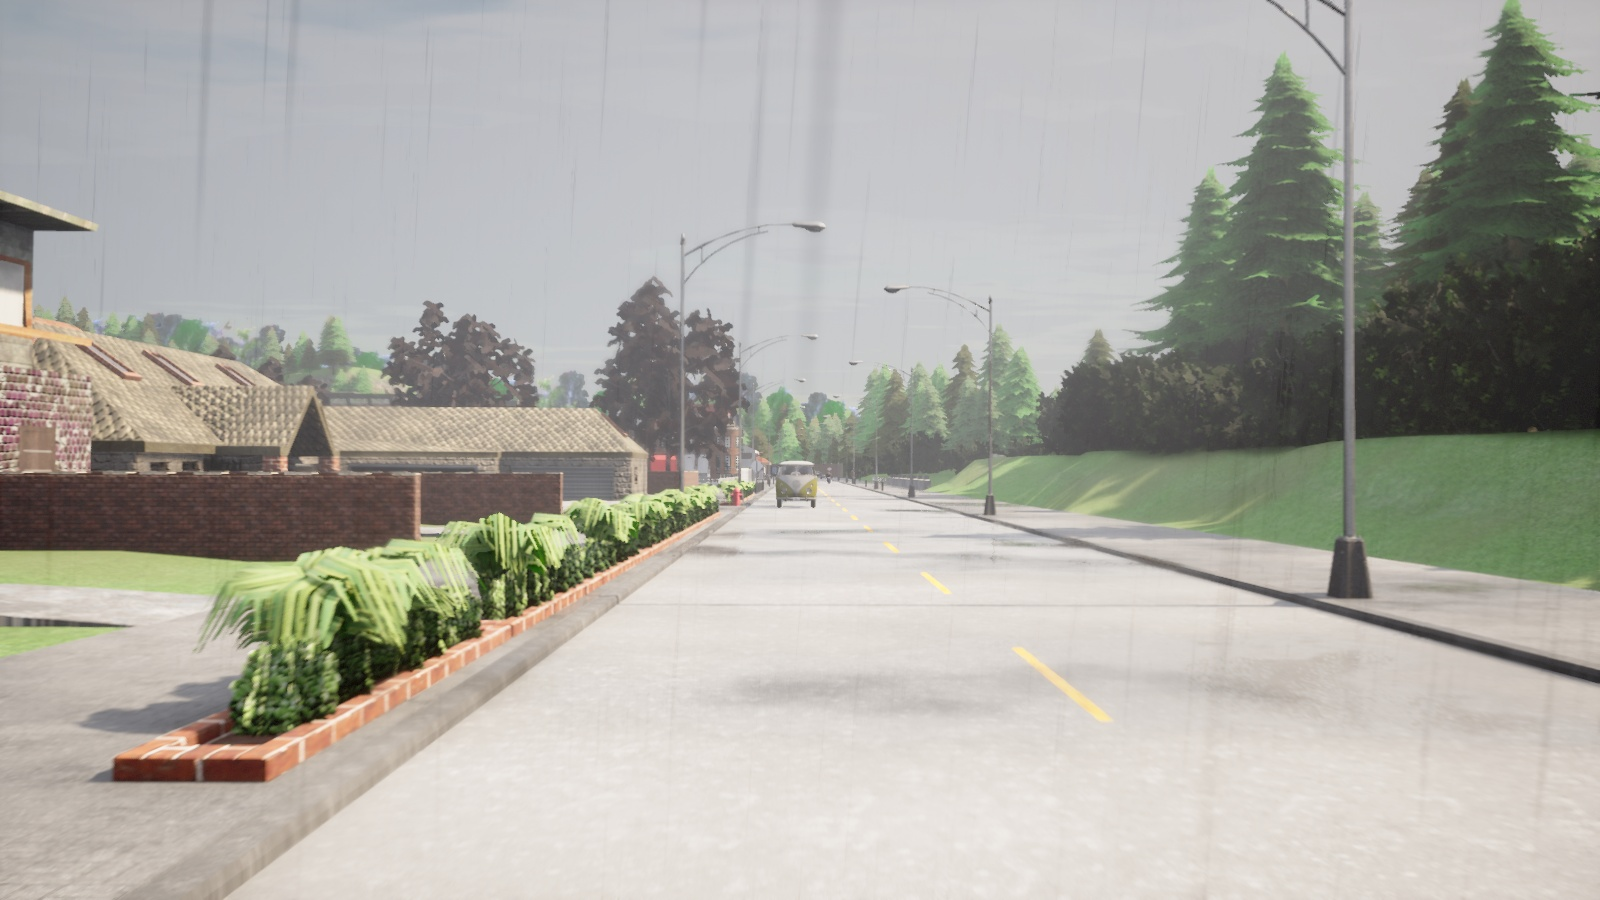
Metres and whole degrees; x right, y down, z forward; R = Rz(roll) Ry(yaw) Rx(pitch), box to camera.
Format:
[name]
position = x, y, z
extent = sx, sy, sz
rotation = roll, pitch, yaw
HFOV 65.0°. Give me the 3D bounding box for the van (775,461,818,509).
[van]
position = -0.145, 1.471, 53.946
extent = 1.775, 1.987, 4.442
rotation = 0, -1, 0
